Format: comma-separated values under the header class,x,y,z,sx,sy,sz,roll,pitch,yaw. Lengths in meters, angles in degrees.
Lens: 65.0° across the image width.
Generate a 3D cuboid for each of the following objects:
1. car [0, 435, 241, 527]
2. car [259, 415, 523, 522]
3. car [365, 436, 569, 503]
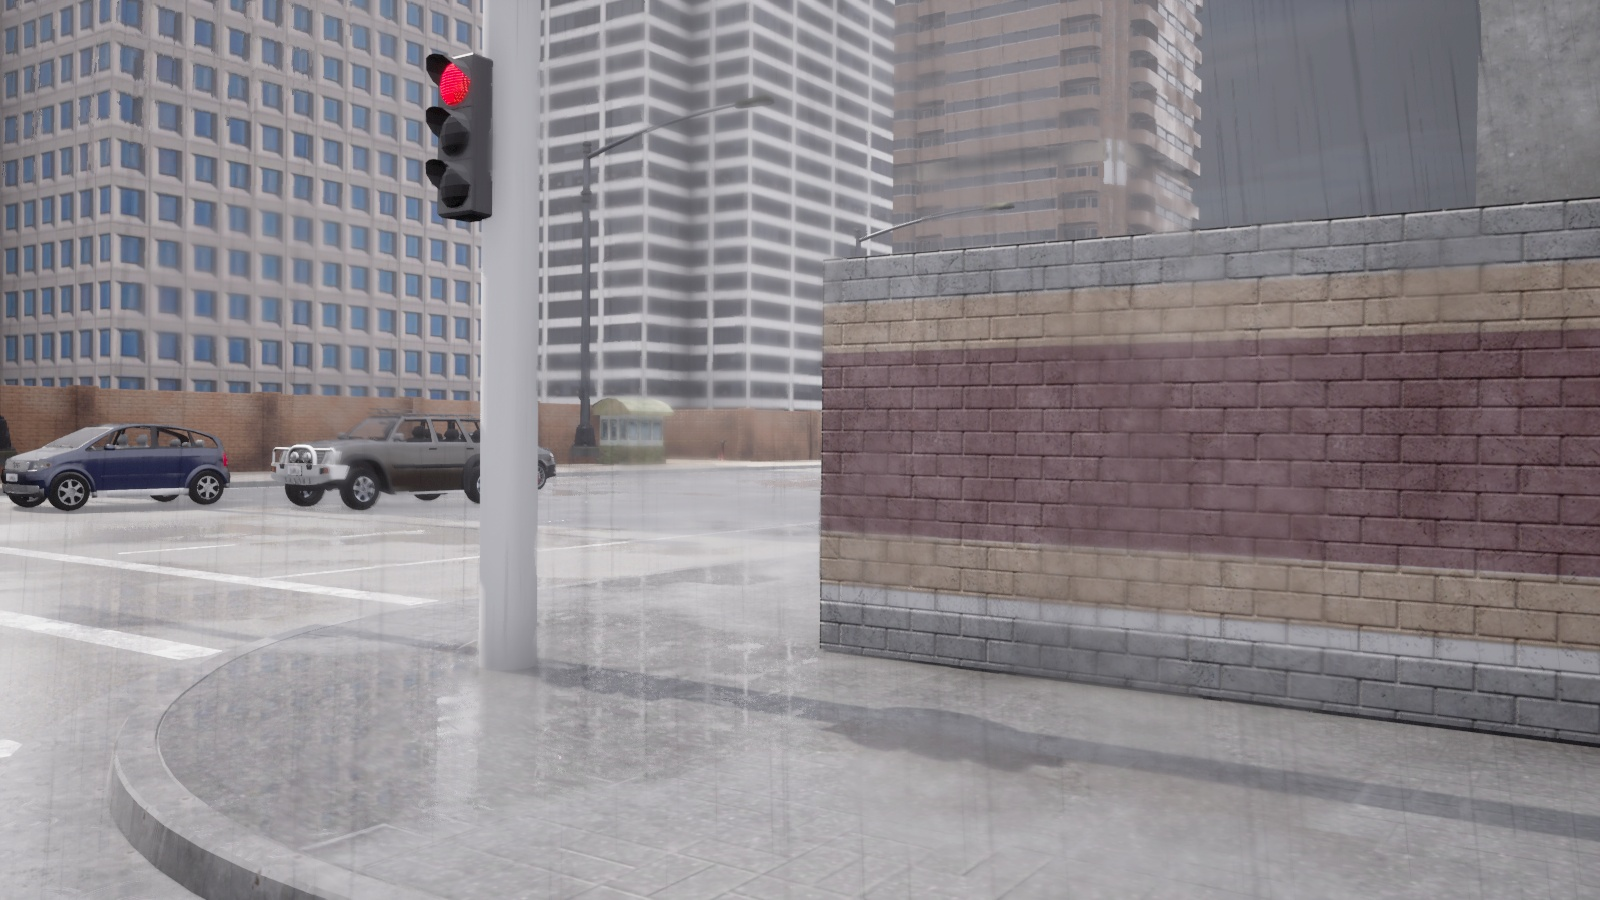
class,x,y,z,sx,sy,sz,roll,pitch,yaw
car,-12.628,0.506,23.310,1.789,1.549,3.705,0,1,34
car,-7.761,0.287,24.273,1.932,1.855,4.605,0,1,34
car,-7.915,0.415,30.289,1.812,1.442,4.674,0,1,34
